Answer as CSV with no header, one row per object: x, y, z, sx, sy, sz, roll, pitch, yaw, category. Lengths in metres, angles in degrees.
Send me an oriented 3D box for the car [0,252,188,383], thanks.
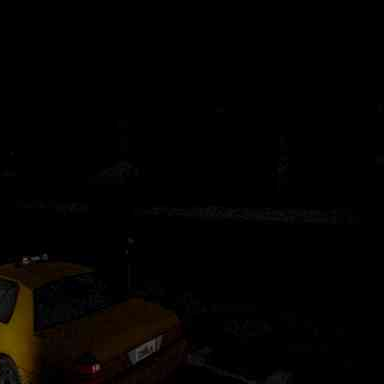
-2.333,1.525,4.625,4.829,1.417,1.752,0,0,35,car
